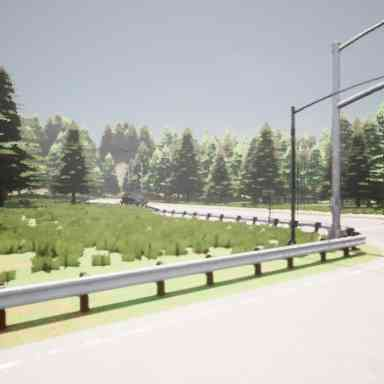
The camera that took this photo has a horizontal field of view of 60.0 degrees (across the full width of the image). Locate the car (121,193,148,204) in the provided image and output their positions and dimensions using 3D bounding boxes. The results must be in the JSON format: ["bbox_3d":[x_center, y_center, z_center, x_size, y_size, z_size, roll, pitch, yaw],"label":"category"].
[{"bbox_3d":[-8.332,1.184,47.871,2.150,2.045,5.566,0,0,-35],"label":"car"}]
